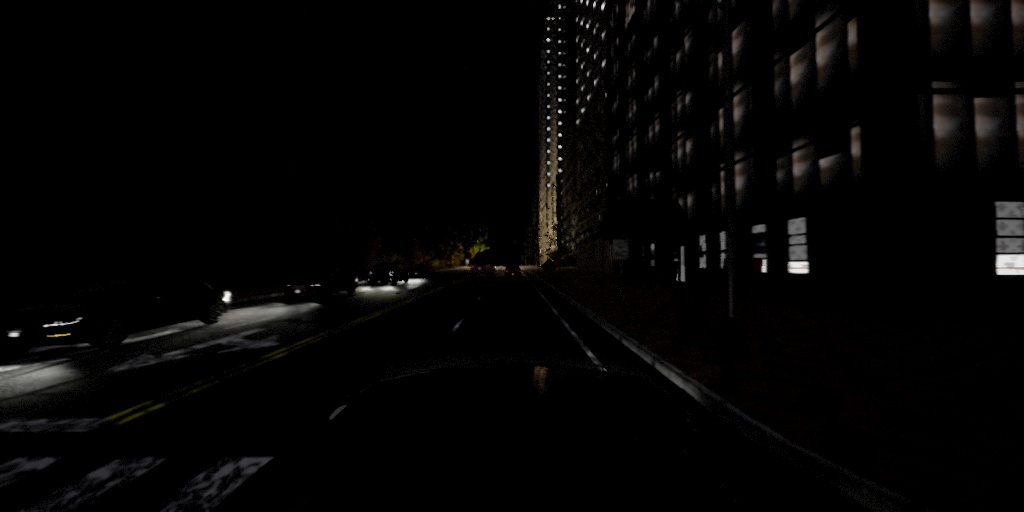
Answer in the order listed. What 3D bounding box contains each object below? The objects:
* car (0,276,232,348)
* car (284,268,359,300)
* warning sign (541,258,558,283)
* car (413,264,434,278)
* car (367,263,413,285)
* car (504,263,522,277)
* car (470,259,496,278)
[{"bbox_3d":[-9.864,1.314,9.478,1.837,1.490,4.892,0,0,-2],"label":"car"},{"bbox_3d":[-9.852,1.380,18.940,2.128,1.511,4.902,0,-1,0],"label":"car"},{"bbox_3d":[2.843,1.081,27.191,1.300,1.860,1.060,0,0,0],"label":"warning sign"},{"bbox_3d":[-9.812,1.586,39.202,2.128,1.511,4.902,0,-1,0],"label":"car"},{"bbox_3d":[-9.849,1.335,28.816,2.097,1.767,4.553,0,-1,0],"label":"car"},{"bbox_3d":[0.090,1.708,40.375,1.895,1.301,4.718,0,-1,0],"label":"car"},{"bbox_3d":[-3.260,1.310,38.731,2.150,2.045,5.566,0,-1,0],"label":"car"}]
